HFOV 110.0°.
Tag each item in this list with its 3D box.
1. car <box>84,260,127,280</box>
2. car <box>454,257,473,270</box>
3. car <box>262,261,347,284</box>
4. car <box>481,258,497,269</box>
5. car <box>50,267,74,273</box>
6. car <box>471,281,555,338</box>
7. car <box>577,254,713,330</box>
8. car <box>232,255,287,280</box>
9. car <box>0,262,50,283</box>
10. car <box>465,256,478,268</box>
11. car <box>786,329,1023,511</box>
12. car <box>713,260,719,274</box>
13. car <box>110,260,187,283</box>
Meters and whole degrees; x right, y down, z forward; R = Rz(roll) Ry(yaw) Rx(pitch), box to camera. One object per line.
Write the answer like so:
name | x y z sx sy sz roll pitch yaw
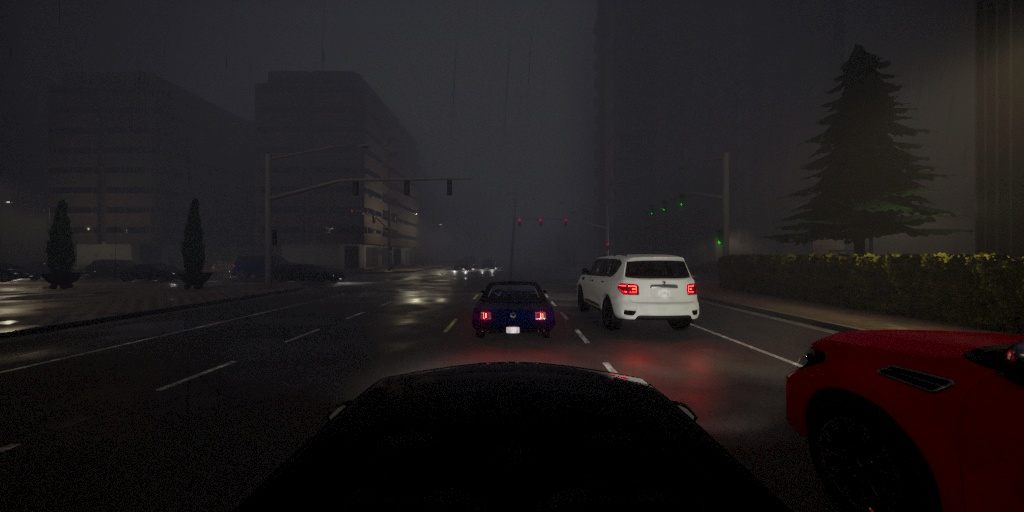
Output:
car | -33.681 1.101 30.882 4.553 1.767 2.097 0 0 1
car | -7.147 1.275 51.544 1.812 1.442 4.674 0 0 0
car | -15.285 1.297 26.826 5.357 1.411 2.033 0 0 8
car | -3.666 1.254 55.456 1.837 1.490 4.892 0 0 0
car | -50.291 1.296 38.232 5.357 1.411 2.033 0 0 0
car | 0.046 1.351 10.150 1.895 1.301 4.718 0 0 0
car | 3.576 0.971 11.278 2.150 2.045 5.566 0 0 -2
car | -20.790 0.971 30.765 5.566 2.045 2.150 0 0 1
car | -39.062 1.275 27.425 4.674 1.442 1.812 0 0 1
car | -7.156 0.971 61.241 2.150 2.045 5.566 0 0 0
car | 3.601 0.971 0.917 2.150 2.045 5.566 0 0 0
car | 20.828 1.227 37.607 5.008 1.535 1.882 0 0 1
car | -27.096 1.275 27.319 4.674 1.442 1.812 0 0 1
